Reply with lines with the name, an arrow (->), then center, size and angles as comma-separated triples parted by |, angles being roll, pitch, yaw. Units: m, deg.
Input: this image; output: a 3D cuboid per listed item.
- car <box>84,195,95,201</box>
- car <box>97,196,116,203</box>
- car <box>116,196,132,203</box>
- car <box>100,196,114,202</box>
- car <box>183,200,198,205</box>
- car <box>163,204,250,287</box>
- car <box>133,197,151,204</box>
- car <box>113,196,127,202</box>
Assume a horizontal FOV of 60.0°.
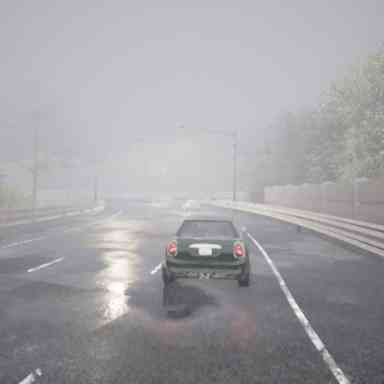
car -> -25.403, 1.705, 85.643 | 1.882, 1.535, 5.008 | 1, 0, -36
car -> -19.925, 1.607, 77.147 | 2.097, 1.767, 4.553 | 1, 0, -31
car -> -16.566, 1.838, 78.321 | 2.033, 1.411, 5.357 | 1, 0, -31
car -> -22.243, 1.773, 87.244 | 1.837, 1.490, 4.892 | 1, 0, -36
car -> -0.124, 1.793, 42.519 | 1.812, 1.442, 4.674 | 1, -1, -10
car -> 0.560, 1.418, 9.852 | 2.097, 1.767, 4.553 | 1, 0, 7
car -> -10.905, 1.881, 75.207 | 2.033, 1.411, 5.357 | 1, 0, -28
car -> -19.328, 1.864, 89.181 | 1.994, 1.385, 4.181 | 1, 0, -36
